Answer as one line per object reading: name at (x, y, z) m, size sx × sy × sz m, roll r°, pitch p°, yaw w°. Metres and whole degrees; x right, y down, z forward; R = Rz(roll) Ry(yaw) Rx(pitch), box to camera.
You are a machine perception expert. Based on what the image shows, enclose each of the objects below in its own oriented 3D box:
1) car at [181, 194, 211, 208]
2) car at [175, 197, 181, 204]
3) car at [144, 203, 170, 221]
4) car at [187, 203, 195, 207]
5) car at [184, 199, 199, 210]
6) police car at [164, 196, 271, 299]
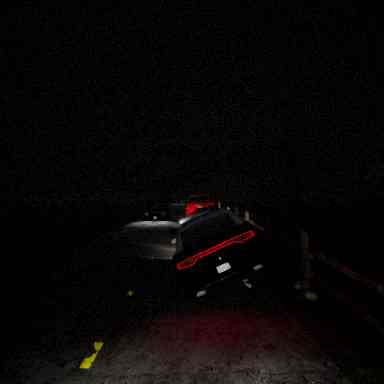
car at (0.687, 1.239, 24.495) m, size 2.150 × 2.045 × 5.566 m, roll -3°, pitch -2°, yaw 3°
car at (-2.864, 2.026, 76.973) m, size 1.837 × 1.490 × 4.892 m, roll 0°, pitch -1°, yaw 0°
car at (-2.893, 1.632, 28.519) m, size 2.033 × 1.411 × 5.357 m, roll 0°, pitch 0°, yaw 0°
car at (0.799, 1.569, 18.552) m, size 1.812 × 1.442 × 4.674 m, roll 0°, pitch 0°, yaw 0°
car at (-0.055, 1.731, 46.487) m, size 2.033 × 1.411 × 5.357 m, roll 0°, pitch 0°, yaw 0°
police car at (0.488, 1.210, 8.672) m, size 1.930 × 1.638 × 5.238 m, roll -25°, pitch 0°, yaw 0°
